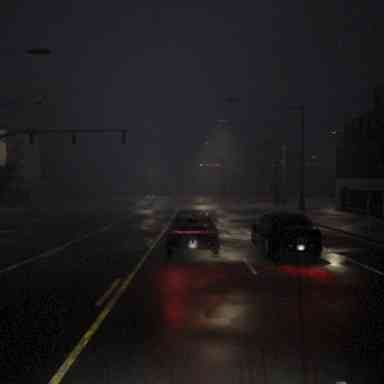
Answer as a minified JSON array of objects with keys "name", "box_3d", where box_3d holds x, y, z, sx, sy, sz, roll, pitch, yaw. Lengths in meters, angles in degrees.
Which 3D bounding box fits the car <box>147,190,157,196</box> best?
[{"name":"car","box_3d":[-10.486,0.303,86.257,2.128,1.511,4.902,0,1,0]}]

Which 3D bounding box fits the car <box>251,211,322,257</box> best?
[{"name":"car","box_3d":[3.546,1.527,13.161,1.837,1.490,4.892,0,1,1]}]

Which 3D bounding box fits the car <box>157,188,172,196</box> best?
[{"name":"car","box_3d":[-6.986,0.003,86.222,2.150,2.045,5.566,0,1,0]}]

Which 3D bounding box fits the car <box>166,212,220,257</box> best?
[{"name":"car","box_3d":[0.046,1.513,13.112,2.128,1.511,4.902,0,0,1]}]
